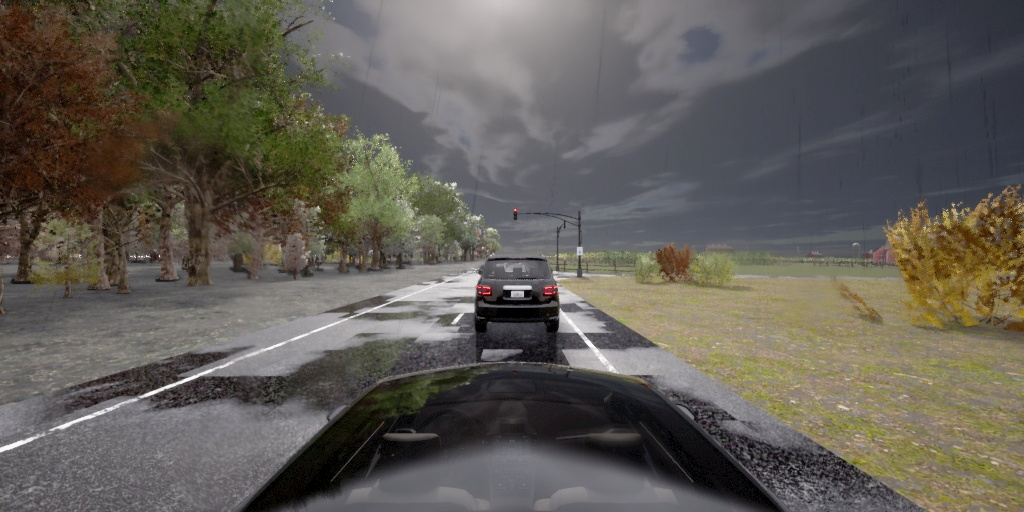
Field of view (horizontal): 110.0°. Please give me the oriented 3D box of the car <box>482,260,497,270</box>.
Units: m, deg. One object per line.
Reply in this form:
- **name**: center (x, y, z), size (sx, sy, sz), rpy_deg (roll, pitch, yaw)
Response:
- **car**: center (-3.299, 1.321, 52.909), size (1.994, 1.385, 4.181), rpy_deg (0, 0, 0)

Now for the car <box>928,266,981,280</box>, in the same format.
- **car**: center (48.590, 1.783, 39.226), size (4.892, 1.490, 1.837), rpy_deg (1, -1, 0)

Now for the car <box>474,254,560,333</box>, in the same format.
- **car**: center (0.119, 0.974, 10.945), size (2.150, 2.045, 5.566), rpy_deg (0, 0, 0)
